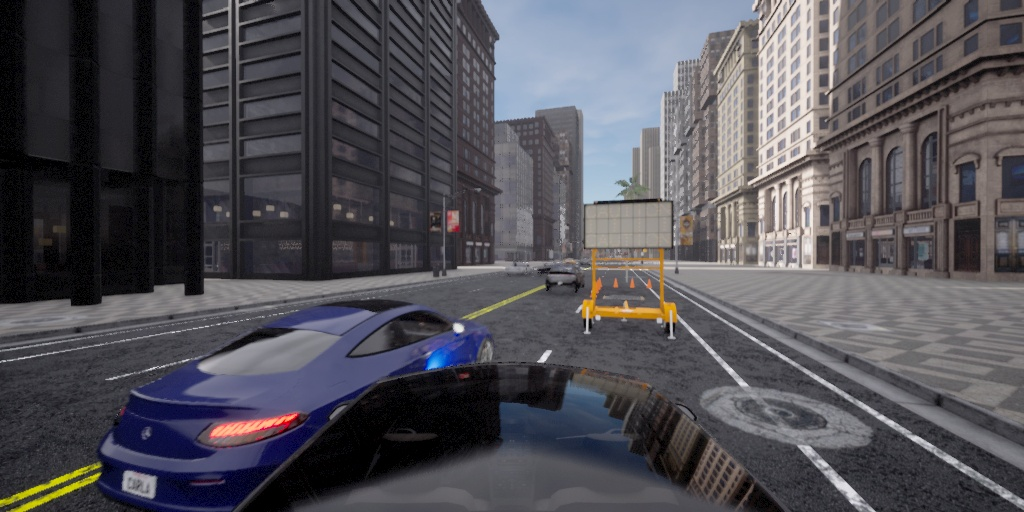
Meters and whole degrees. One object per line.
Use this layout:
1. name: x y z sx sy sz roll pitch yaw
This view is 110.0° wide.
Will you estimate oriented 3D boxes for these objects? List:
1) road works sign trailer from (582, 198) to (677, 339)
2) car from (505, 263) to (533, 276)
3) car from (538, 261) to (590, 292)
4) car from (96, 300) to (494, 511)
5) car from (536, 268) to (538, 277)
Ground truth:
1. road works sign trailer: 3.282 0.208 10.250 2.380 3.560 2.880 0 0 17
2. car: 0.761 1.335 36.431 1.895 1.301 4.718 0 0 17
3. car: 3.218 1.229 21.125 2.128 1.511 4.902 0 0 16
4. car: -1.709 1.274 4.480 1.812 1.442 4.674 0 0 17
5. car: 3.692 1.335 34.882 1.895 1.301 4.718 0 0 17
